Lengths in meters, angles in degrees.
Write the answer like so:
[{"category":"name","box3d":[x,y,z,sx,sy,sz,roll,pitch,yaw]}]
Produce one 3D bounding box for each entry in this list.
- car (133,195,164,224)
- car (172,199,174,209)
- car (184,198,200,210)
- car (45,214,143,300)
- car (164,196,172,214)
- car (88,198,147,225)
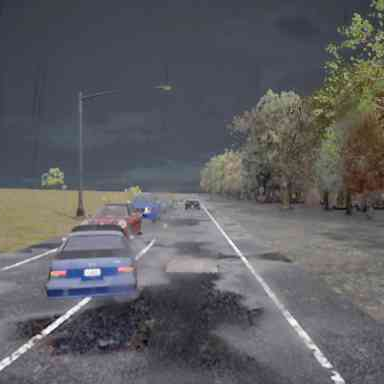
[{"category":"car","box3d":[-3.618,1.241,25.430,2.150,2.045,5.566,0,0,-1]},{"category":"car","box3d":[-3.617,1.380,45.441,2.097,1.767,4.553,0,0,0]},{"category":"car","box3d":[0.035,1.532,43.845,1.837,1.490,4.892,0,0,-1]},{"category":"car","box3d":[-2.463,1.555,8.670,2.033,1.411,5.357,0,0,-14]},{"category":"car","box3d":[-3.612,1.376,35.435,2.097,1.767,4.553,0,0,0]},{"category":"car","box3d":[-3.680,1.365,15.765,2.097,1.767,4.553,0,0,1]}]
